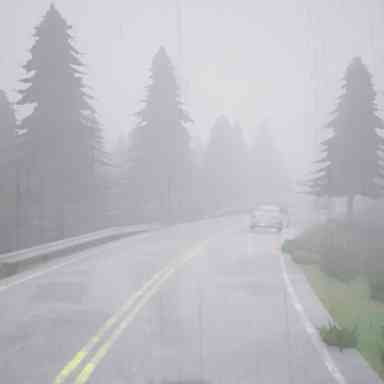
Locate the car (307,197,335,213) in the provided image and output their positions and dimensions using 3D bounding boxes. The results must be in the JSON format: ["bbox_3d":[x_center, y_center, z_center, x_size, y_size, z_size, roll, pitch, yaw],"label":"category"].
[{"bbox_3d":[15.626,1.471,39.519,2.150,2.045,5.566,3,1,30],"label":"car"}]

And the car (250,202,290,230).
[{"bbox_3d":[4.844,1.568,20.456,1.812,1.442,4.674,2,0,24],"label":"car"}]

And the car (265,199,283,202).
[{"bbox_3d":[8.182,1.512,33.572,1.837,1.490,4.892,3,1,31],"label":"car"}]
